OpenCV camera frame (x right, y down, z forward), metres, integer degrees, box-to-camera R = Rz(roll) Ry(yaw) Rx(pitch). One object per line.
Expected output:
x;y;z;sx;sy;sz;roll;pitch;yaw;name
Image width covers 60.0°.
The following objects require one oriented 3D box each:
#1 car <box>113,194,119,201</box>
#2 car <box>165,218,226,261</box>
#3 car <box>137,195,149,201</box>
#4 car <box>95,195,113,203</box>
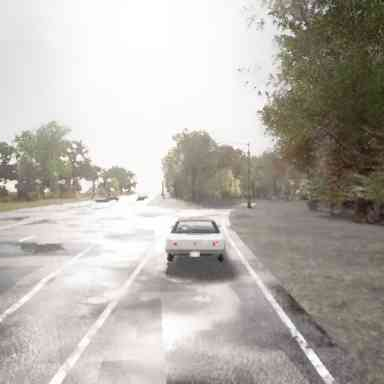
-18.558;1.321;79.002;1.882;1.535;5.008;0;0;-6;car
0.138;1.611;12.358;1.895;1.301;4.718;0;0;1;car
-11.940;1.398;78.099;2.033;1.411;5.357;0;0;-6;car
-17.050;1.388;63.253;2.033;1.411;5.357;0;0;-5;car
